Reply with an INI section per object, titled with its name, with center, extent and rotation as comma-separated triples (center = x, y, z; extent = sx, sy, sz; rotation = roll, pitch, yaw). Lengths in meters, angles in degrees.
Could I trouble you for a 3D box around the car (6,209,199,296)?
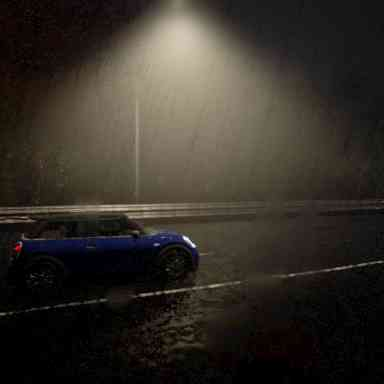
[car]
center = -2.111, 1.288, 8.501
extent = 4.553, 1.767, 2.097
rotation = 0, 0, -24
